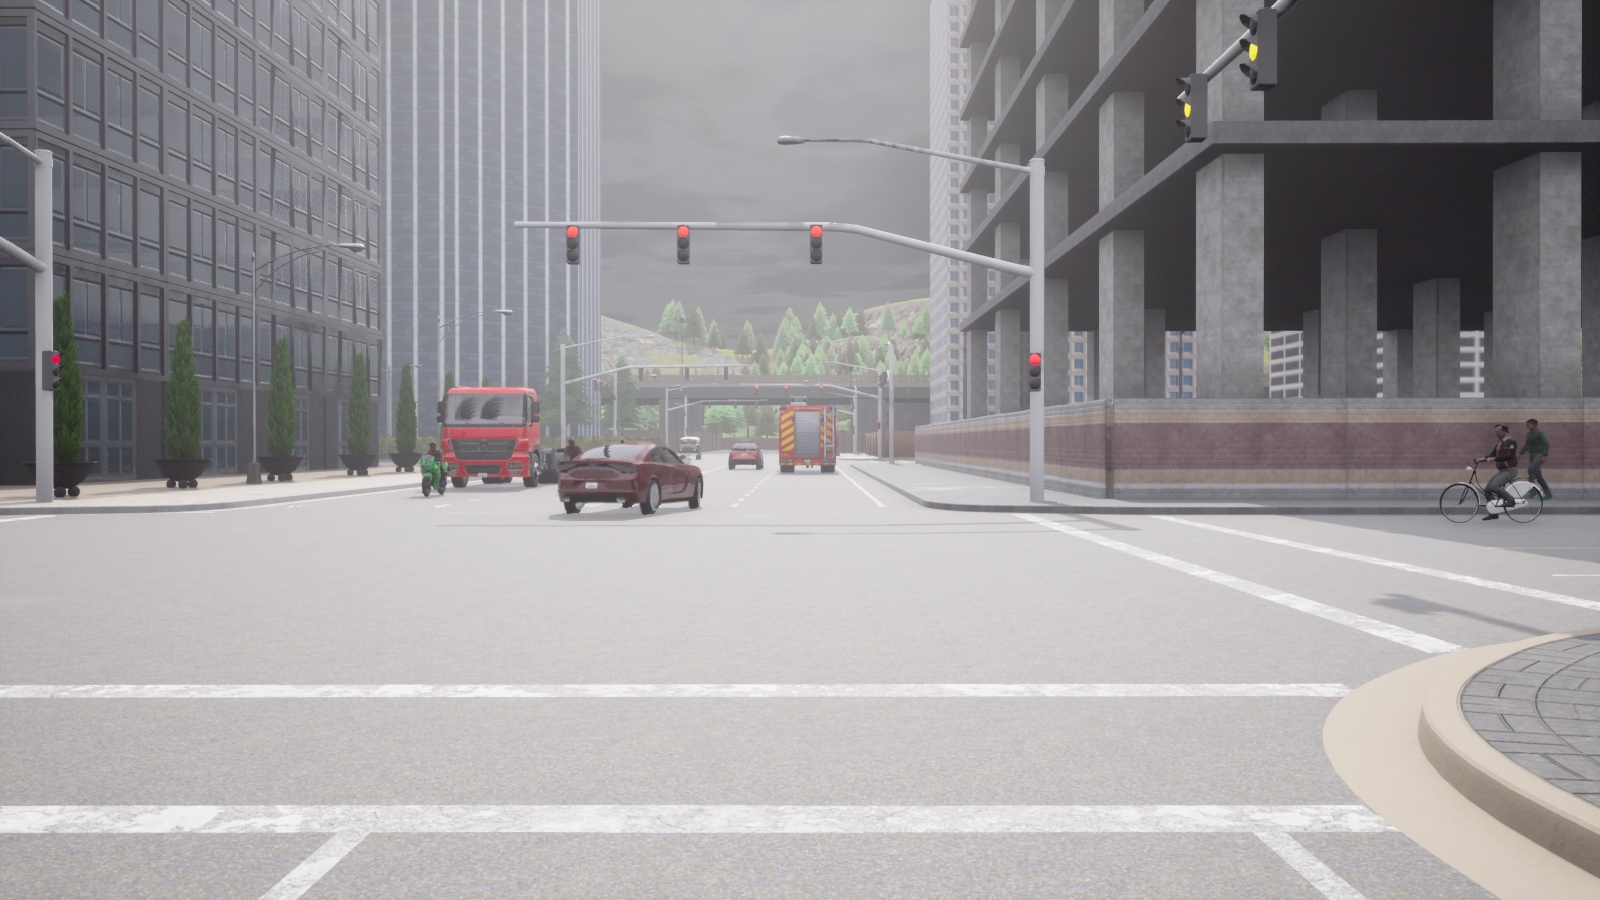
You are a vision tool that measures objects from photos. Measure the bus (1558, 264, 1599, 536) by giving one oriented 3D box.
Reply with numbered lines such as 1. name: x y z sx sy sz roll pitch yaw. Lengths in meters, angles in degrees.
1. bus: 17.662 -0.777 18.774 10.273 4.253 3.944 0 0 0

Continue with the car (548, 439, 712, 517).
1. car: -3.563 0.553 27.414 1.882 1.535 5.008 0 0 13

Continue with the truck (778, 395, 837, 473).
1. truck: 0.394 -0.789 65.806 2.891 3.827 8.468 0 0 0

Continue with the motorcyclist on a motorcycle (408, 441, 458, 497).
1. motorcyclist on a motorcycle: -10.282 0.521 35.276 0.797 1.523 2.044 0 0 0

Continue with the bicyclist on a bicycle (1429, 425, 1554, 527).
1. bicyclist on a bicycle: 12.256 0.446 22.293 1.843 1.776 0.659 0 0 0

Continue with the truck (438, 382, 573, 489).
1. truck: -10.232 -0.495 44.546 2.891 3.462 7.936 0 0 0

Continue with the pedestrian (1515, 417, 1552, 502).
1. pedestrian: 16.160 0.210 27.670 0.614 1.847 0.353 0 0 1

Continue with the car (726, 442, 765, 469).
1. car: -3.074 0.288 71.449 2.007 1.525 4.514 0 0 0
